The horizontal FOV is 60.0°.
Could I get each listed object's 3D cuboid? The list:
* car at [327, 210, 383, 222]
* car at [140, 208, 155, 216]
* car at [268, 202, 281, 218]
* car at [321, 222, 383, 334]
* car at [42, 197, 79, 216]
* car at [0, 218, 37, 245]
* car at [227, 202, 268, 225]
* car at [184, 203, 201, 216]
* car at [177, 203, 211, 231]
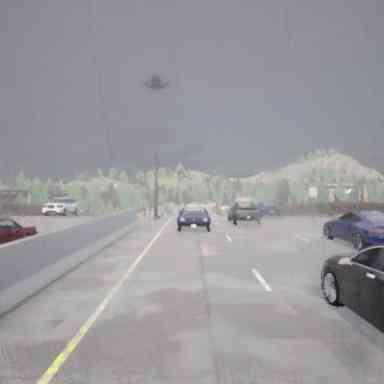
[{"bbox_3d":[7.100,1.484,13.755,1.812,1.442,4.674,0,0,0],"label":"car"},{"bbox_3d":[-7.055,3.436,53.816,2.097,1.767,4.553,0,-7,0],"label":"car"},{"bbox_3d":[7.100,1.674,31.739,1.812,1.442,4.674,0,-2,0],"label":"car"},{"bbox_3d":[3.601,1.489,5.043,1.837,1.490,4.892,0,0,0],"label":"car"},{"bbox_3d":[-14.090,1.587,36.035,2.150,2.045,5.566,0,-3,0],"label":"car"},{"bbox_3d":[-7.101,1.567,11.017,1.895,1.301,4.718,0,0,0],"label":"car"},{"bbox_3d":[3.600,1.438,23.580,2.128,1.511,4.902,0,0,0],"label":"car"},{"bbox_3d":[0.099,2.022,38.032,1.812,1.442,4.674,0,-4,0],"label":"car"},{"bbox_3d":[0.100,1.540,20.269,1.895,1.301,4.718,0,0,0],"label":"car"}]
